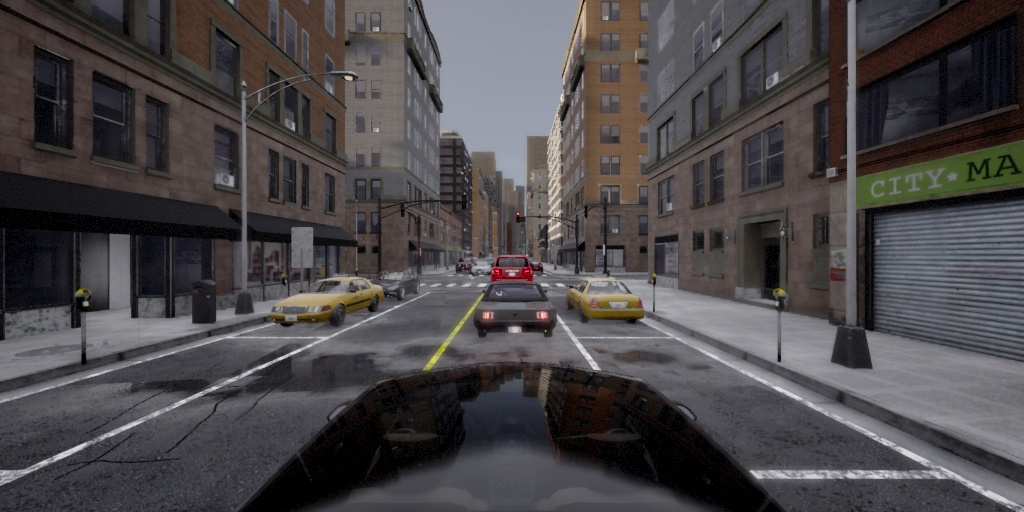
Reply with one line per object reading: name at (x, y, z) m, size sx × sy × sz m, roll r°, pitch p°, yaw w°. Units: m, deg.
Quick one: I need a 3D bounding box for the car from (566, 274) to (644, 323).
car at (2.860, 1.276, 11.947) m, size 1.751 × 1.417 × 4.829 m, roll 0°, pitch 0°, yaw 0°

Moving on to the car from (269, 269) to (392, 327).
car at (-5.666, 1.276, 11.610) m, size 1.751 × 1.417 × 4.829 m, roll 0°, pitch 0°, yaw 0°

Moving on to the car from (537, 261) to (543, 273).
car at (2.869, 1.308, 44.076) m, size 1.888 × 1.381 × 4.507 m, roll 0°, pitch 0°, yaw 0°

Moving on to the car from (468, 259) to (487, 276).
car at (-3.093, 1.280, 36.629) m, size 1.812 × 1.442 × 4.674 m, roll 0°, pitch 0°, yaw 0°

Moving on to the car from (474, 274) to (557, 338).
car at (0.084, 1.351, 10.187) m, size 1.895 × 1.301 × 4.718 m, roll 0°, pitch 0°, yaw 0°

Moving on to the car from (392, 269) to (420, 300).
car at (-5.664, 1.302, 17.305) m, size 2.007 × 1.370 × 4.403 m, roll 0°, pitch 0°, yaw 0°

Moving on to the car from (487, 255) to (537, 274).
car at (0.006, 0.974, 19.957) m, size 2.150 × 2.045 × 5.566 m, roll 0°, pitch 0°, yaw 0°

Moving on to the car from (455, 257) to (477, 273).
car at (-5.656, 1.077, 44.079) m, size 2.192 × 1.841 × 5.009 m, roll 0°, pitch 0°, yaw 0°
